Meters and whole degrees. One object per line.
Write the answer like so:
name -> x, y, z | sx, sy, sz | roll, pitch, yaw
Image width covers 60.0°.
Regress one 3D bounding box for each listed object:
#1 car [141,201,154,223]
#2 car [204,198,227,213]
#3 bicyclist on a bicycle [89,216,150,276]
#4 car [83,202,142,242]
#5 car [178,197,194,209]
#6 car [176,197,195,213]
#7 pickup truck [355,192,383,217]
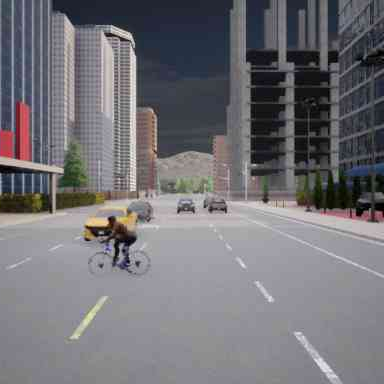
car -> -4.015, 1.528, 25.825 | 1.837, 1.490, 4.892 | 0, 0, -1
car -> 2.811, 1.491, 37.185 | 2.128, 1.511, 4.902 | 0, 0, -1
bicyclist on a bicycle -> -1.951, 1.455, 8.865 | 1.656, 1.620, 0.582 | -2, 0, -1
car -> -3.915, 1.477, 16.664 | 1.882, 1.535, 5.008 | 0, 0, -1
car -> -0.859, 1.491, 46.024 | 2.128, 1.511, 4.902 | 0, 0, -1
car -> -0.634, 1.526, 36.084 | 1.812, 1.442, 4.674 | 0, 0, -1
pickup truck -> 16.030, 1.059, 29.562 | 2.390, 2.098, 6.274 | 0, 0, 29
